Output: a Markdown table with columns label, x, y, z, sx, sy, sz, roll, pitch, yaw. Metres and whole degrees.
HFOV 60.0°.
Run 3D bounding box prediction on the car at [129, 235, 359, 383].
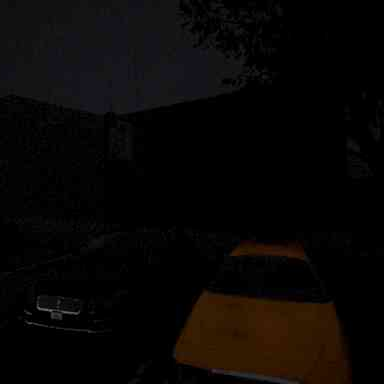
| label | x | y | z | sx | sy | sz | roll | pitch | yaw |
| --- | --- | --- | --- | --- | --- | --- | --- | --- | --- |
| car | 1.160 | 1.480 | 5.045 | 1.946 | 1.575 | 5.366 | 1 | -1 | 16 |

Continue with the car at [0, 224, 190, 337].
| label | x | y | z | sx | sy | sz | roll | pitch | yaw |
| --- | --- | --- | --- | --- | --- | --- | --- | --- | --- |
| car | -1.228 | 1.487 | 6.974 | 2.231 | 1.521 | 4.892 | 1 | -1 | 16 |

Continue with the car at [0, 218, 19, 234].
| label | x | y | z | sx | sy | sz | roll | pitch | yaw |
| --- | --- | --- | --- | --- | --- | --- | --- | --- | --- |
| car | -8.550 | 1.528 | 12.209 | 2.002 | 1.452 | 4.674 | 1 | -1 | 16 |
